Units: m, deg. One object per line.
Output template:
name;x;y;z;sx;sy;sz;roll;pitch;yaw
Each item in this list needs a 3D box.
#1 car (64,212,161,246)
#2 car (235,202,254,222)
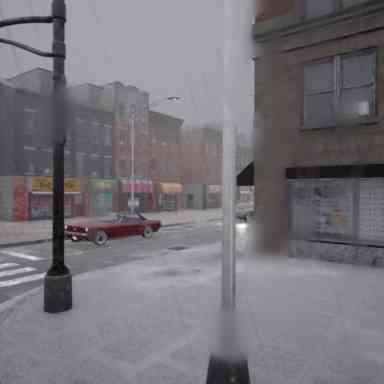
car;-3.650;1.633;15.774;1.895;1.301;4.718;0;0;35
car;4.408;1.580;27.097;1.837;1.490;4.892;0;0;35
